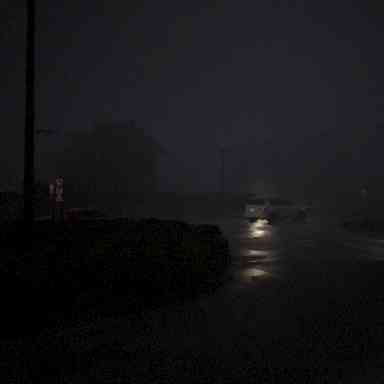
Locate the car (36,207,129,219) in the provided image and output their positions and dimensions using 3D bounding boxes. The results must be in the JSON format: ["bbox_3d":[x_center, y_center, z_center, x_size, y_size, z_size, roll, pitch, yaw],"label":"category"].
[{"bbox_3d":[-5.254,1.527,16.876,5.008,1.535,1.882,1,0,-35],"label":"car"}]

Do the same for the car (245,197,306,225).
[{"bbox_3d":[6.594,1.405,26.042,5.566,2.045,2.150,1,-1,-38],"label":"car"}]
